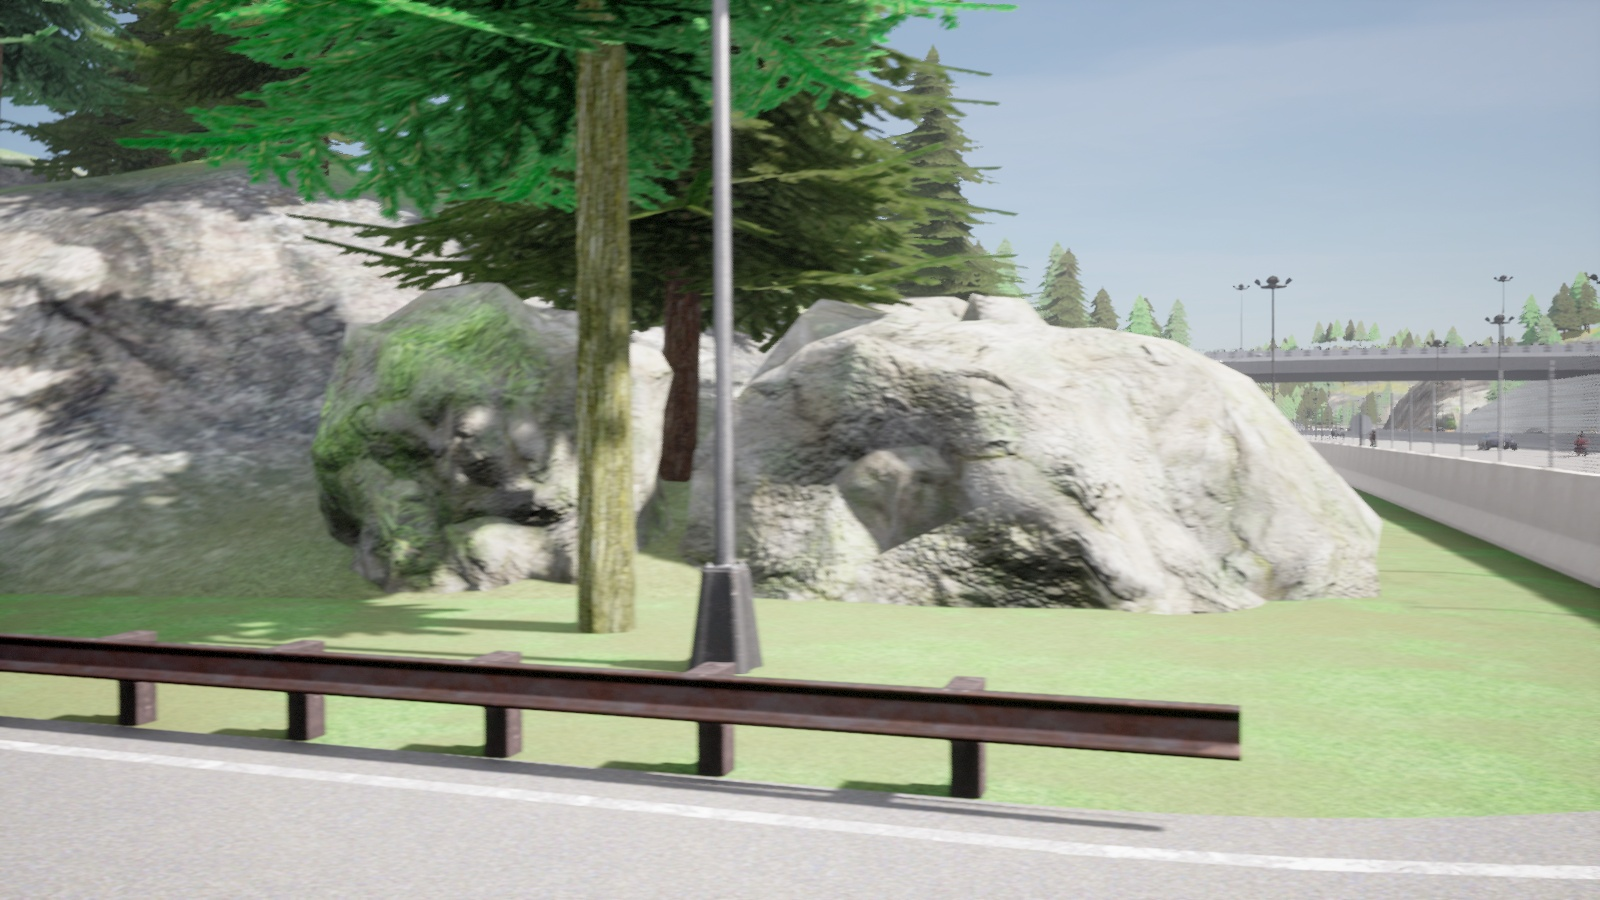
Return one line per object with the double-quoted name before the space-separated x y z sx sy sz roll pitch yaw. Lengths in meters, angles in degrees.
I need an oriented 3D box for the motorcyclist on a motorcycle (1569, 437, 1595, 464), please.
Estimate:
"motorcyclist on a motorcycle" 43.938 0.005 70.591 0.797 1.523 2.044 0 1 18
